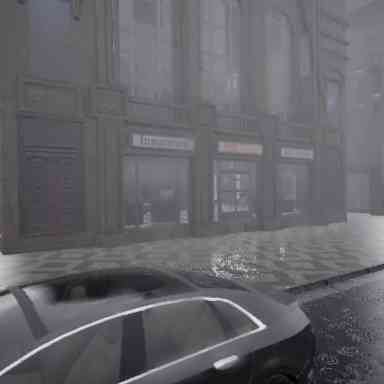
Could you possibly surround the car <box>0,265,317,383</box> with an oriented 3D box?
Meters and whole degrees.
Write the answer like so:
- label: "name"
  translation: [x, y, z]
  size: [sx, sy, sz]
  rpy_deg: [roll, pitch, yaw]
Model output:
- label: "car"
  translation: [-0.992, 1.505, 2.674]
  size: [4.892, 1.490, 1.837]
  rpy_deg: [0, 0, -36]
